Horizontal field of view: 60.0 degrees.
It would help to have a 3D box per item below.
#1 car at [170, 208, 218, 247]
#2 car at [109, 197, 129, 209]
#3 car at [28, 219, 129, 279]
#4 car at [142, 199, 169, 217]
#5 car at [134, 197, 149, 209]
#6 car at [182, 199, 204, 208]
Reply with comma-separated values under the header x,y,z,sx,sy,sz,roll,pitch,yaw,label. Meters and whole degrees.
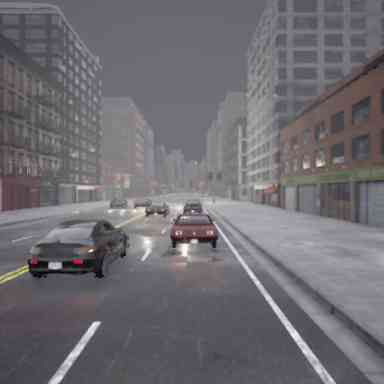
x,y,z,sx,sy,sz,roll,pitch,yaw,label
0.078,1.605,15.025,1.895,1.301,4.718,0,0,0,car
-9.856,1.499,45.036,1.837,1.490,4.892,0,0,0,car
-3.153,1.528,9.965,1.812,1.442,4.674,0,0,0,car
-3.162,1.604,31.291,1.895,1.301,4.718,0,0,0,car
-6.606,1.473,44.828,1.882,1.535,5.008,0,0,0,car
0.083,1.508,32.777,1.837,1.490,4.892,0,0,0,car
